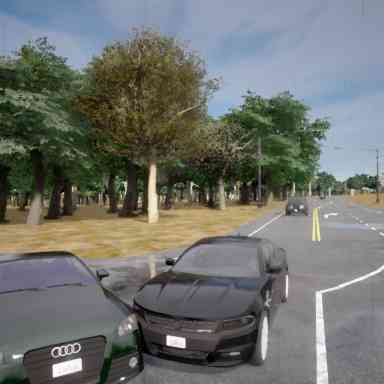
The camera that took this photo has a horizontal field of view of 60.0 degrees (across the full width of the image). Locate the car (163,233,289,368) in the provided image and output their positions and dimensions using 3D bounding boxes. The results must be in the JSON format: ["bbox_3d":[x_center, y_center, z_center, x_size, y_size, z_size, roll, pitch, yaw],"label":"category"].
[{"bbox_3d":[0.706,1.614,6.337,1.882,1.535,5.008,-1,-2,21],"label":"car"}]

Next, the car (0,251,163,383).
[{"bbox_3d":[-2.335,1.644,5.028,1.994,1.385,4.181,2,-2,-33],"label":"car"}]

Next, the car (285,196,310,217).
[{"bbox_3d":[11.038,1.435,34.772,2.150,2.045,5.566,-1,-1,21],"label":"car"}]
